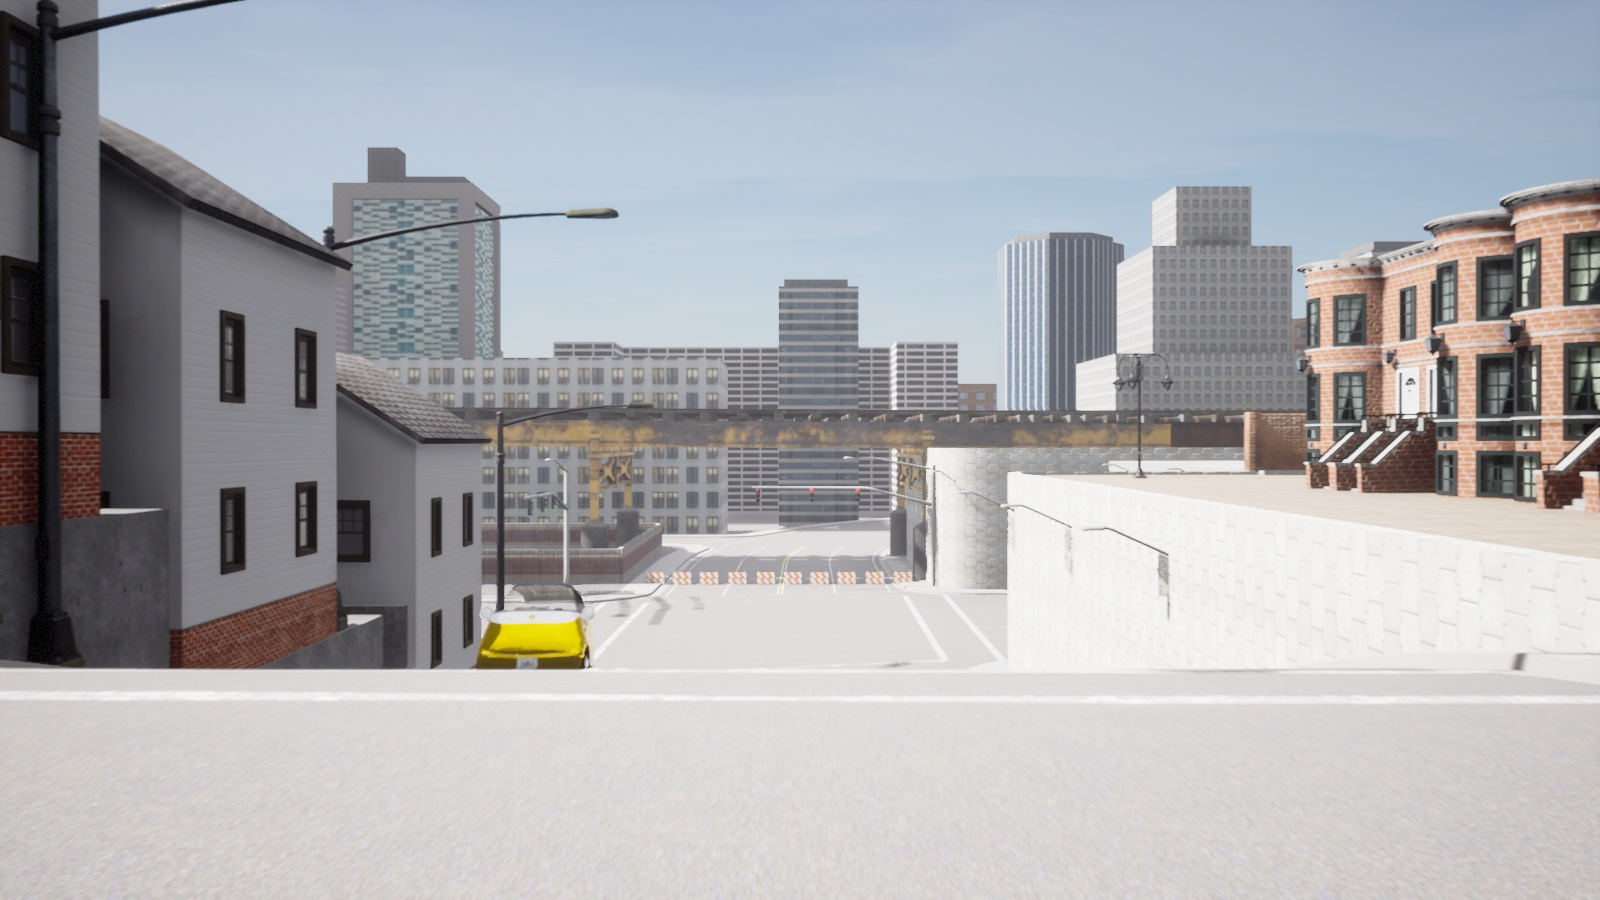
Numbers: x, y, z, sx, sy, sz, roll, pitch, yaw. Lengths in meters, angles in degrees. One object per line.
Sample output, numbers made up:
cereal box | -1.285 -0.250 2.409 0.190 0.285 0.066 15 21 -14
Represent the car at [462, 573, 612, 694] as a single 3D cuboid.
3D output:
car | -3.398 2.469 16.591 1.481 1.376 2.207 -1 -13 0
